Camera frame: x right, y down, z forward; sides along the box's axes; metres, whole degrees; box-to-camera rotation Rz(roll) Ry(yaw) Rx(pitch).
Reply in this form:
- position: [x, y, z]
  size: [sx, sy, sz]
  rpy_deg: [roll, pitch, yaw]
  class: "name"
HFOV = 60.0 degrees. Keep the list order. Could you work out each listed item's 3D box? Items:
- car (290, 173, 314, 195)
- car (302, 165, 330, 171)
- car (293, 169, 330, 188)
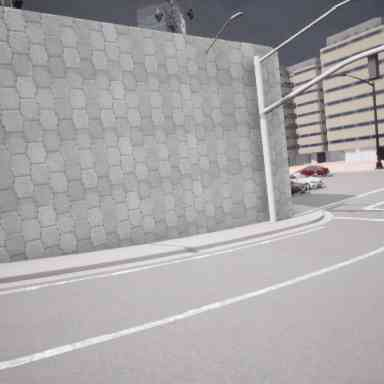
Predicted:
- position: [7.355, -0.456, 27.853]
  size: [1.812, 1.442, 4.674]
  rpy_deg: [-10, 6, -35]
  class: "car"
- position: [14.837, -2.555, 41.580]
  size: [1.812, 1.442, 4.674]
  rpy_deg: [-10, 6, -35]
  class: "car"
- position: [9.708, -0.971, 30.495]
  size: [1.812, 1.442, 4.674]
  rpy_deg: [-10, 6, -35]
  class: "car"
